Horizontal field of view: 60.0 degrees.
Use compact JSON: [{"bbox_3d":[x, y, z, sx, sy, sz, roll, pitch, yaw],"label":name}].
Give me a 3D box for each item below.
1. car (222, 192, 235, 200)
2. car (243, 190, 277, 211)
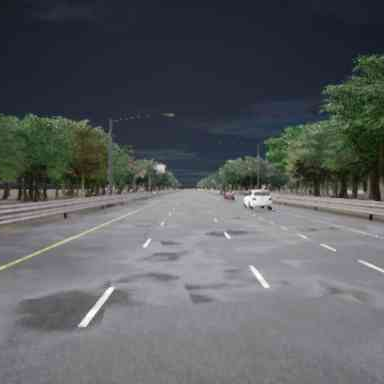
[{"bbox_3d":[6.824,0.784,61.870,1.812,1.442,4.674,0,1,2],"label":"car"},{"bbox_3d":[6.836,0.812,34.863,2.150,2.045,5.566,0,1,0],"label":"car"}]
